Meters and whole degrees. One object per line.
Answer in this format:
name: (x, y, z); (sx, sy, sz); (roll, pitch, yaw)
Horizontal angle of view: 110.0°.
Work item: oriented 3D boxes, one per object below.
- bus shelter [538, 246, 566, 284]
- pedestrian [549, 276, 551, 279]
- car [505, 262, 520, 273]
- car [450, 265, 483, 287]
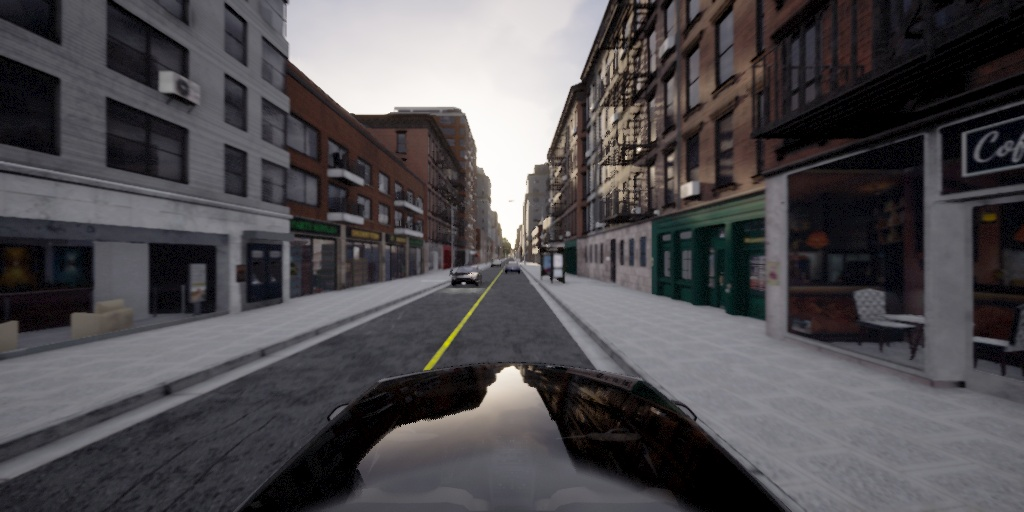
bus shelter: (3.139, 0.717, 27.069); (1.920, 2.740, 3.880); (0, 0, 0)
pedestrian: (3.140, 0.992, 29.636); (0.375, 1.860, 0.375); (0, 0, -10)
car: (0.085, 1.473, 46.422); (1.994, 1.385, 4.181); (0, 0, 0)
car: (-3.094, 1.384, 25.633); (2.033, 1.411, 5.357); (0, 0, 0)
